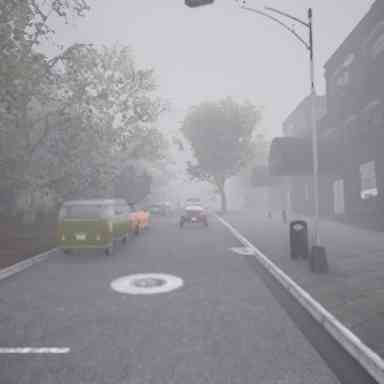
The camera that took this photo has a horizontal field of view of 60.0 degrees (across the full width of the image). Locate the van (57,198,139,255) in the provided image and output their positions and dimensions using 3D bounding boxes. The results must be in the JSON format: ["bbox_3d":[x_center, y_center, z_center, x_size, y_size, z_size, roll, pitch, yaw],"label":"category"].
[{"bbox_3d":[-3.633,1.268,13.304,1.878,1.987,4.442,0,0,2],"label":"van"}]

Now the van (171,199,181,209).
[{"bbox_3d":[-3.534,2.624,74.534,1.878,1.987,4.442,1,-1,2],"label":"van"}]

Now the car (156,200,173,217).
[{"bbox_3d":[-3.592,1.812,35.461,2.163,1.488,4.792,1,-2,2],"label":"car"}]

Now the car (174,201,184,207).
[{"bbox_3d":[-3.297,3.117,85.778,2.231,1.521,4.892,0,-1,2],"label":"car"}]

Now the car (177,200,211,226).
[{"bbox_3d":[0.129,1.555,23.400,1.812,1.442,4.674,0,0,0],"label":"car"}]

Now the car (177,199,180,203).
[{"bbox_3d":[-3.580,2.250,52.125,2.097,1.535,5.008,0,-1,2],"label":"car"}]

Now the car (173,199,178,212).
[{"bbox_3d":[-3.580,2.094,46.566,2.097,1.535,5.008,1,-2,2],"label":"car"}]

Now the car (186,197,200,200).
[{"bbox_3d":[0.150,1.662,40.376,2.150,2.045,5.566,0,-1,0],"label":"car"}]

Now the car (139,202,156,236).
[{"bbox_3d":[-3.632,1.373,18.726,2.185,1.767,4.553,0,0,2],"label":"car"}]

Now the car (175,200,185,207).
[{"bbox_3d":[-3.288,3.114,91.489,2.185,1.767,4.553,-1,-1,2],"label":"car"}]
